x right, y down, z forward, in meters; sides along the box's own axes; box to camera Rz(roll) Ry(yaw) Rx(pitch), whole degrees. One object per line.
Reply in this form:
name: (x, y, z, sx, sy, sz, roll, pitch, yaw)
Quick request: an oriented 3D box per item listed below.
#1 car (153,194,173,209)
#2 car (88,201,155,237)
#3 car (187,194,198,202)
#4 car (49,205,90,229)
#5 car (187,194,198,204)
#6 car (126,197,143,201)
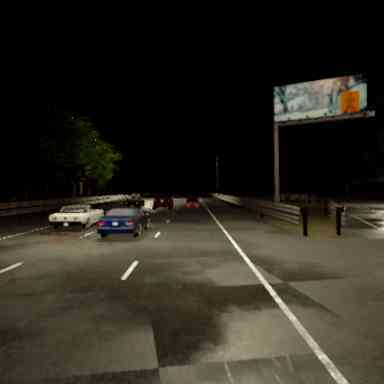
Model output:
car: (-3.339, 1.065, 39.130, 2.097, 1.767, 4.553, 0, 0, 0)
car: (-3.373, 1.436, 17.123, 2.033, 1.411, 5.357, 0, 0, 0)
car: (0.093, 1.064, 62.188, 1.812, 1.442, 4.674, 0, 0, 0)
car: (-6.869, 1.465, 20.345, 1.895, 1.301, 4.718, 0, 0, 0)
car: (0.113, 1.125, 53.765, 1.812, 1.442, 4.674, 0, 0, 1)
car: (-6.848, 1.307, 40.003, 1.895, 1.301, 4.718, 0, 0, 0)
